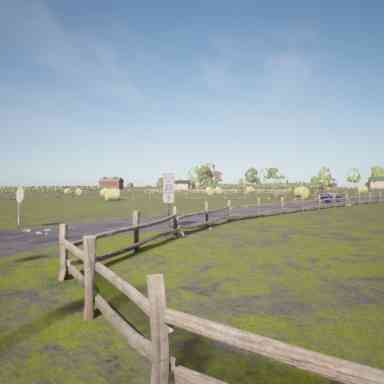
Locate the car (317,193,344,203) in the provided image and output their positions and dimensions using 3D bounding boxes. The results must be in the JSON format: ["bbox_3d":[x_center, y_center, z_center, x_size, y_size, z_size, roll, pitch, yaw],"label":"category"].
[{"bbox_3d":[19.402,0.796,46.654,4.718,1.301,1.895,-1,1,-44],"label":"car"}]
